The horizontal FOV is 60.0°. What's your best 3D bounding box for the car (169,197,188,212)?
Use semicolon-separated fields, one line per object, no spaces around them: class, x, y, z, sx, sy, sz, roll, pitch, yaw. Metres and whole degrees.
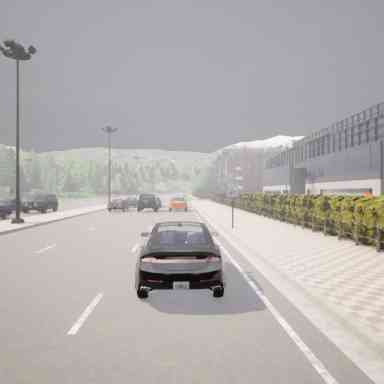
car;-1.618;1.352;39.687;2.097;1.767;4.553;0;0;-2

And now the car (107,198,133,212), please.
car;-8.603;1.547;39.147;2.033;1.411;5.357;0;0;-2

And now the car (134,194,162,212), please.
car;-5.091;1.221;38.895;2.150;2.045;5.566;0;0;-2

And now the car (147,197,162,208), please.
car;-5.498;1.477;49.575;1.882;1.535;5.008;0;0;-2

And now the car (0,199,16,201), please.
car;-20.051;1.503;35.989;1.837;1.490;4.892;0;0;-2

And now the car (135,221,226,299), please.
car;-0.307;1.492;8.496;2.128;1.511;4.902;0;0;-3

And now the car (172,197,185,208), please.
car;-2.002;1.505;49.736;1.837;1.490;4.892;0;0;-2

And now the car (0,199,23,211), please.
car;-23.750;1.608;42.712;1.895;1.301;4.718;0;0;-2

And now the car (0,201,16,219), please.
car;-16.184;1.601;26.146;1.895;1.301;4.718;0;0;-2

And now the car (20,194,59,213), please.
car;-16.570;1.221;36.632;2.150;2.045;5.566;0;0;-3
